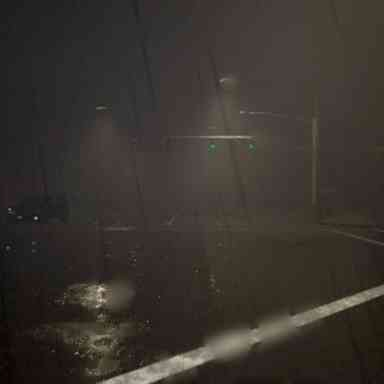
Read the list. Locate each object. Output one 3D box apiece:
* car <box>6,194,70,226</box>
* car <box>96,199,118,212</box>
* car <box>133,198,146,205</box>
[{"bbox_3d":[-10.489,1.182,23.226,2.150,2.045,5.566,0,0,2],"label":"car"},{"bbox_3d":[-10.346,1.605,40.946,1.812,1.442,4.674,0,-1,0],"label":"car"},{"bbox_3d":[-10.262,1.885,64.839,1.994,1.385,4.181,0,-1,0],"label":"car"}]
